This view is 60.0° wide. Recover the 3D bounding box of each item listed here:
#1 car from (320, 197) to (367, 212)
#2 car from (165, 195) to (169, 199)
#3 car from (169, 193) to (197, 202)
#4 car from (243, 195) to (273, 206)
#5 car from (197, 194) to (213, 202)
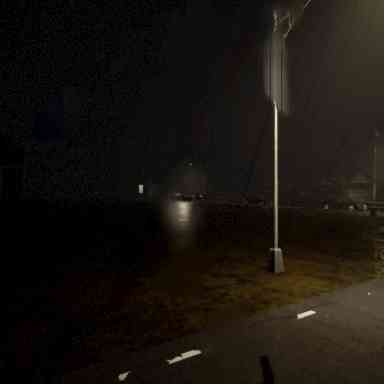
[{"bbox_3d":[16.421,1.292,36.173,1.837,1.490,4.892,2,0,-35],"label":"car"},{"bbox_3d":[-4.001,0.954,71.225,1.895,1.301,4.718,2,-1,-35],"label":"car"},{"bbox_3d":[-1.745,1.084,61.936,1.895,1.301,4.718,2,-1,-35],"label":"car"},{"bbox_3d":[9.244,1.149,46.311,1.837,1.490,4.892,2,0,-35],"label":"car"},{"bbox_3d":[2.039,1.098,62.698,1.837,1.490,4.892,2,-1,-35],"label":"car"}]
